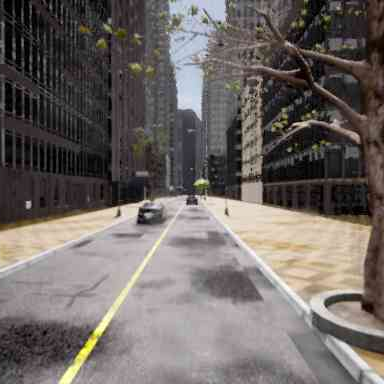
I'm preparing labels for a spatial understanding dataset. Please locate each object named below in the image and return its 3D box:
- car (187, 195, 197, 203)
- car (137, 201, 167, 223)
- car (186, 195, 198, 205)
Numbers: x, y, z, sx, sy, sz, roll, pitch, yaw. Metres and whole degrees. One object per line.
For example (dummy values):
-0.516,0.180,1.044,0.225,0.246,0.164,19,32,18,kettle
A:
0.009,1.453,68.982,2.128,1.511,4.902,0,0,0,car
-3.007,1.488,25.594,2.128,1.511,4.902,0,0,0,car
0.008,1.365,58.922,2.097,1.767,4.553,0,0,0,car
